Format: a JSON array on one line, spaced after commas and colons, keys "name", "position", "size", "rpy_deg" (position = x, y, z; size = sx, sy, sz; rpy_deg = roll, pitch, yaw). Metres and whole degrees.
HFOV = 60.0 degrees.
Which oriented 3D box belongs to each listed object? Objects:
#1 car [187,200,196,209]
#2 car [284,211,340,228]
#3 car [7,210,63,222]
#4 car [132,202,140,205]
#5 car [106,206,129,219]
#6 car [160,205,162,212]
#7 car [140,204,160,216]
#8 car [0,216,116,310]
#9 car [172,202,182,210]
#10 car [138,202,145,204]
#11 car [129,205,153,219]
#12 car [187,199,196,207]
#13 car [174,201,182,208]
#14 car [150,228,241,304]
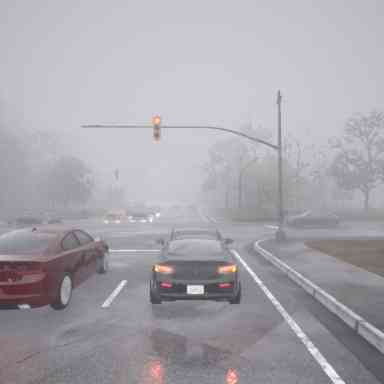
[{"name": "car", "position": [-0.099, 3.293, 77.203], "size": [1.994, 1.385, 4.181], "rpy_deg": [0, 0, 0]}, {"name": "car", "position": [10.248, 2.331, 28.523], "size": [4.674, 1.442, 1.812], "rpy_deg": [0, -2, -2]}, {"name": "car", "position": [-13.879, 2.344, 29.577], "size": [4.902, 1.511, 2.128], "rpy_deg": [0, -2, 7]}, {"name": "car", "position": [-10.655, 3.097, 55.829], "size": [2.097, 1.767, 4.553], "rpy_deg": [0, -1, 0]}, {"name": "car", "position": [-10.657, 3.025, 46.969], "size": [1.882, 1.535, 5.008], "rpy_deg": [0, -2, 0]}, {"name": "car", "position": [-7.107, 3.300, 66.630], "size": [2.128, 1.511, 4.902], "rpy_deg": [0, 0, 0]}, {"name": "car", "position": [-7.157, 3.247, 56.573], "size": [2.128, 1.511, 4.902], "rpy_deg": [0, -1, 0]}, {"name": "car", "position": [-3.427, 1.555, 8.048], "size": [1.882, 1.535, 5.008], "rpy_deg": [0, -1, 0]}, {"name": "car", "position": [-3.598, 3.345, 76.904], "size": [1.895, 1.301, 4.718], "rpy_deg": [0, 0, 0]}, {"name": "car", "position": [-10.607, 3.030, 66.489], "size": [2.150, 2.045, 5.566], "rpy_deg": [0, 0, 0]}, {"name": "car", "position": [-7.147, 3.029, 47.103], "size": [1.882, 1.535, 5.008], "rpy_deg": [0, -2, 1]}, {"name": "car", "position": [-0.204, 2.881, 86.937], "size": [2.097, 1.767, 4.553], "rpy_deg": [0, 0, -3]}, {"name": "car", "position": [-3.712, 3.214, 86.815], "size": [1.812, 1.442, 4.674], "rpy_deg": [0, 0, -3]}, {"name": "car", "position": [0.070, 1.605, 8.191], "size": [1.812, 1.442, 4.674], "rpy_deg": [0, -1, 0]}]
